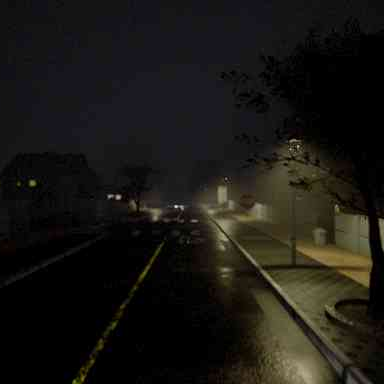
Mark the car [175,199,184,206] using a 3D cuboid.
[{"bbox_3d":[-2.747,2.287,73.900,1.812,1.442,4.674,0,-1,0],"label":"car"}]
